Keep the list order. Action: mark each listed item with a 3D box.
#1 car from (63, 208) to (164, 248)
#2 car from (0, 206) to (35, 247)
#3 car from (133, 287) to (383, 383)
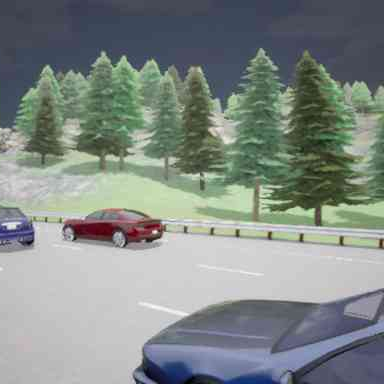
[{"bbox_3d":[-3.567,1.450,14.607,5.008,1.535,1.882,0,0,32],"label":"car"},{"bbox_3d":[-8.538,1.329,13.558,4.553,1.767,2.097,0,0,31],"label":"car"},{"bbox_3d":[2.028,1.541,2.506,5.357,1.411,2.033,0,0,35],"label":"car"}]
